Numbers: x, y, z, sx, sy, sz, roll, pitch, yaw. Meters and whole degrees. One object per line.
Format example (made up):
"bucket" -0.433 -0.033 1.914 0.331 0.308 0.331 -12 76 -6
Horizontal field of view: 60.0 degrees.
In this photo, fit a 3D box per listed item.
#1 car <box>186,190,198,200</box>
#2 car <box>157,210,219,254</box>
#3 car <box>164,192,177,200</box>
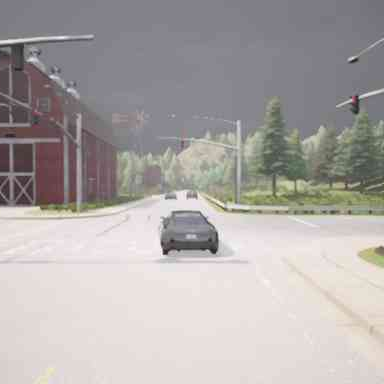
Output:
"car" 0.008 0.438 61.031 2.097 1.767 4.553 0 1 0
"car" -0.253 1.366 12.654 1.994 1.385 4.181 0 1 -7
"car" -3.562 0.717 56.545 1.994 1.385 4.181 0 1 0
